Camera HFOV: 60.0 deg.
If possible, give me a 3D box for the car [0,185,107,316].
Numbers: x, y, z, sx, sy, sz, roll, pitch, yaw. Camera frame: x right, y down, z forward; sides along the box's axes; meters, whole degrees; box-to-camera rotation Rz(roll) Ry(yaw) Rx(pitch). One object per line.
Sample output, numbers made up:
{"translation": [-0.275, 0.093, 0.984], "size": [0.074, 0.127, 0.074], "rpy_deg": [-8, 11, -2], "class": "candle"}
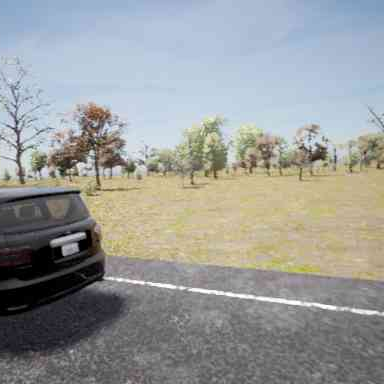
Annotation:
{"translation": [-4.189, 0.963, 6.077], "size": [5.566, 2.045, 2.150], "rpy_deg": [-1, 5, 26], "class": "car"}
